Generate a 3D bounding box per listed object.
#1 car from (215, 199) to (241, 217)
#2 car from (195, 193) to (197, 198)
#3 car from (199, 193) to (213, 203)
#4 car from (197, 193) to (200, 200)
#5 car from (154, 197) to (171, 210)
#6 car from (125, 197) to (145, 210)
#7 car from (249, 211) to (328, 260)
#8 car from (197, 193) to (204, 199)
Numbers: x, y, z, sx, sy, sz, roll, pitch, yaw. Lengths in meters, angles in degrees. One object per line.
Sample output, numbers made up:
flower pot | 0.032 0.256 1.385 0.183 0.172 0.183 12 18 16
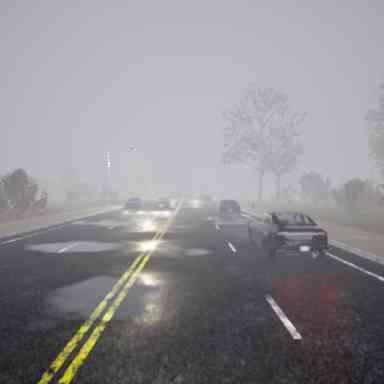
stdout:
car | 3.245 1.380 30.476 1.882 1.535 5.008 0 0 0
car | 2.515 1.028 84.276 2.097 1.767 4.553 0 0 -1
car | 2.844 1.281 62.287 1.837 1.490 4.892 0 0 -1
car | 2.692 1.081 73.266 2.097 1.767 4.553 0 0 -1
car | -3.515 1.361 40.103 2.128 1.511 4.902 0 0 0
car | -6.763 1.347 39.742 1.882 1.535 5.008 0 0 0
car | 3.329 1.456 12.264 2.128 1.511 4.902 0 0 0
car | 2.315 1.076 95.499 1.801 1.575 5.366 0 0 -1
